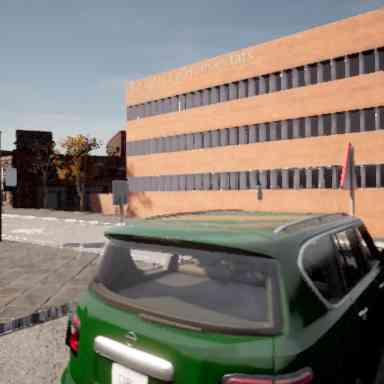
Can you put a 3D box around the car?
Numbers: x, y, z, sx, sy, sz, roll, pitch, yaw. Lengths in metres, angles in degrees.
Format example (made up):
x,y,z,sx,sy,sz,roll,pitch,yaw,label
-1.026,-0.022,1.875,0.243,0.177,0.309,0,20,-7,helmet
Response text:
x,y,z,sx,sy,sz,roll,pitch,yaw,label
1.176,1.235,4.189,2.435,2.045,5.566,0,0,36,car
